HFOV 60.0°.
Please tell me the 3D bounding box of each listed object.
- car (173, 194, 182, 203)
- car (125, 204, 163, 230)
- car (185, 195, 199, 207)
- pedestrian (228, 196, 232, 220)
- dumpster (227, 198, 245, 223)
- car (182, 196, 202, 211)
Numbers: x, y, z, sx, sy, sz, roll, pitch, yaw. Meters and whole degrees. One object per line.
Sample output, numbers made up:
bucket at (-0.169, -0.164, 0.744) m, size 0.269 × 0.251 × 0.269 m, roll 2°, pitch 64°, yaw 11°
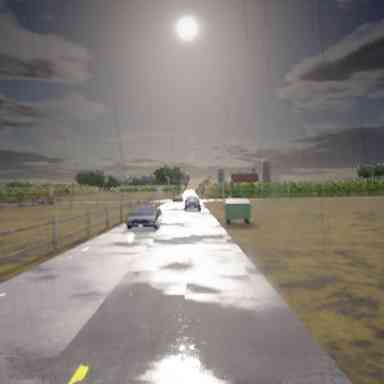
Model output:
car at (-2.622, 1.234, 63.955) m, size 1.882 × 1.535 × 5.008 m, roll 0°, pitch 0°, yaw 0°
car at (-2.850, 1.483, 21.049) m, size 2.033 × 1.411 × 5.357 m, roll 0°, pitch 0°, yaw 0°
car at (0.011, 1.274, 48.822) m, size 1.882 × 1.535 × 5.008 m, roll 0°, pitch 1°, yaw 0°
pedestrian at (2.827, 1.190, 25.001) m, size 0.375 × 1.860 × 0.375 m, roll 0°, pitch 0°, yaw -15°
dumpster at (3.128, 1.318, 23.999) m, size 1.020 × 1.700 × 1.940 m, roll 0°, pitch 0°, yaw 0°
car at (0.058, 1.373, 38.955) m, size 1.812 × 1.442 × 4.674 m, roll 0°, pitch 0°, yaw 0°
